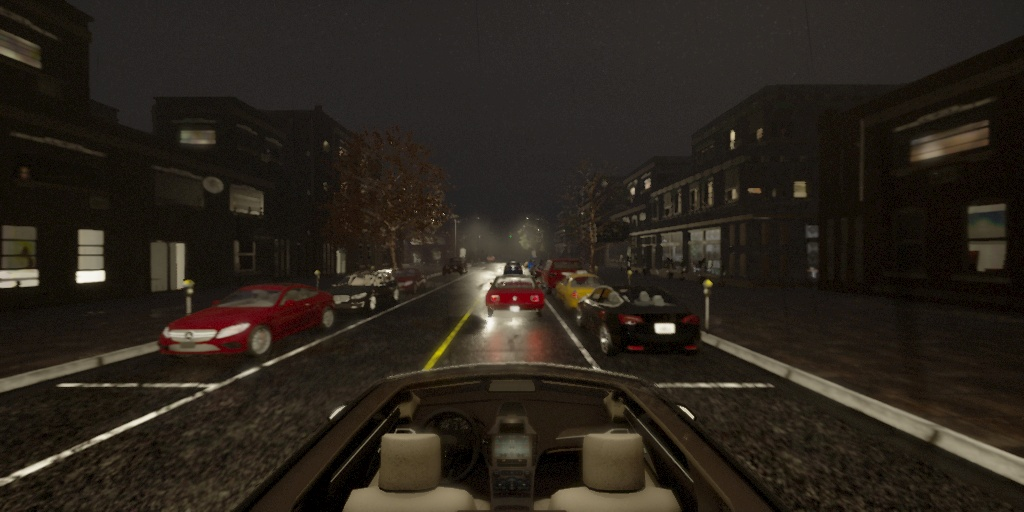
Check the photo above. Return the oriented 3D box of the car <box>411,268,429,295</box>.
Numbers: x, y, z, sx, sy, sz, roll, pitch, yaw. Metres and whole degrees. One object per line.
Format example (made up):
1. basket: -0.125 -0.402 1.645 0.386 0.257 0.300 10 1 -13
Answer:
1. car: -5.682 1.305 19.483 1.802 1.307 4.207 0 0 0

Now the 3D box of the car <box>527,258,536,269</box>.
1. car: 2.703 1.223 36.297 1.751 1.417 4.829 0 0 0

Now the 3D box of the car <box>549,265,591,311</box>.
1. car: 2.698 1.257 14.103 1.751 1.417 4.829 0 0 0

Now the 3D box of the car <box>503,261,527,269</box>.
1. car: 0.108 1.246 35.321 2.033 1.411 5.357 0 0 0

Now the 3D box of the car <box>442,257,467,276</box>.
1. car: -5.678 1.012 36.127 2.192 1.841 5.009 0 0 0

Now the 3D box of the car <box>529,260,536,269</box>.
1. car: 2.701 1.288 30.579 1.802 1.307 4.207 0 0 0

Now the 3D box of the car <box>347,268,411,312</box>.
1. car: -5.684 1.282 13.934 2.007 1.370 4.403 0 0 0

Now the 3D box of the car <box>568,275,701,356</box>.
1. car: 2.696 1.306 8.386 1.948 1.339 4.313 0 0 0

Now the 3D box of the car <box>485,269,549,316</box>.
1. car: 0.097 1.334 13.218 1.895 1.301 4.718 0 0 0

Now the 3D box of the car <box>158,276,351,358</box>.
1. car: -5.685 1.322 8.385 1.802 1.307 4.207 0 0 0

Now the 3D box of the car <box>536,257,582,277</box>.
1. car: 2.699 1.038 19.483 2.192 1.841 5.009 0 0 0
